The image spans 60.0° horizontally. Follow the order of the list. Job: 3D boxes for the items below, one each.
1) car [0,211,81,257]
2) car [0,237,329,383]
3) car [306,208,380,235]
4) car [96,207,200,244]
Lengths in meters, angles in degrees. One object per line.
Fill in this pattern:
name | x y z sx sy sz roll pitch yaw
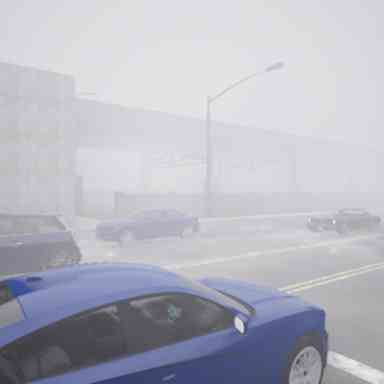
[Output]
car | -5.389 1.352 8.746 4.553 1.767 2.097 0 0 -36
car | -0.656 1.477 3.279 5.008 1.535 1.882 0 0 -36
car | 8.520 1.589 18.679 4.718 1.301 1.895 0 0 -36
car | -1.937 1.473 15.512 5.008 1.535 1.882 0 0 -36
